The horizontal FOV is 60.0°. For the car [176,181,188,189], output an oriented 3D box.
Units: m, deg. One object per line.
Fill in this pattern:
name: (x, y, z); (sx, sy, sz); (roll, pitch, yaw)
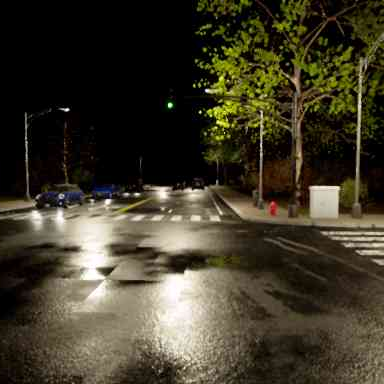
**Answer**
car: (-1.965, -1.367, 65.021); (2.128, 1.511, 4.902); (0, 2, 1)

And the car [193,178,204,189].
car: (1.285, -1.625, 64.957); (2.150, 2.045, 5.566); (0, 2, 1)

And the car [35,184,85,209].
car: (-9.581, 0.224, 24.423); (2.097, 1.767, 4.553); (0, 2, 2)

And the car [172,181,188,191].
car: (-2.228, -0.860, 54.617); (2.033, 1.411, 5.357); (0, 2, 1)

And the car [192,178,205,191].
car: (1.031, -1.063, 54.913); (2.097, 1.767, 4.553); (0, 2, 1)

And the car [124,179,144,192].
car: (-8.859, -1.046, 51.179); (2.150, 2.045, 5.566); (0, 2, 2)

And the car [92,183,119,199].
car: (-9.280, -0.145, 36.065); (1.882, 1.535, 5.008); (0, 2, 2)
